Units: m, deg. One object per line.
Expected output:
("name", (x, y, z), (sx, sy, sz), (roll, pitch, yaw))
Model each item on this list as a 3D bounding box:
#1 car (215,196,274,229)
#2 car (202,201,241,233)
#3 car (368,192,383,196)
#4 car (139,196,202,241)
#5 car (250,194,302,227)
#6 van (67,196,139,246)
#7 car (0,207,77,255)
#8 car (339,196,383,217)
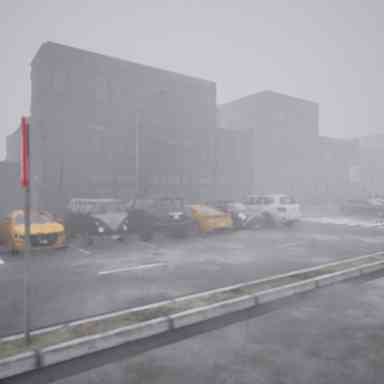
("car", (2.342, 1.320, 20.350), (2.185, 1.767, 4.553), (0, 0, -36))
("car", (0.121, 1.459, 18.717), (2.097, 1.535, 5.008), (0, 0, -36))
("car", (20.221, 1.056, 33.064), (2.435, 2.045, 5.566), (-1, 0, -36))
("car", (-2.244, 1.222, 17.067), (2.435, 2.045, 5.566), (0, 0, -36))
("car", (4.486, 1.181, 21.881), (2.435, 2.045, 5.566), (0, 0, -36))
("van", (-4.403, 1.260, 15.345), (1.878, 1.987, 4.442), (0, 0, -36))
("car", (-6.716, 1.498, 13.841), (2.097, 1.535, 5.008), (0, 0, -36))
("car", (15.736, 1.377, 29.856), (2.163, 1.488, 4.792), (0, 0, -36))
